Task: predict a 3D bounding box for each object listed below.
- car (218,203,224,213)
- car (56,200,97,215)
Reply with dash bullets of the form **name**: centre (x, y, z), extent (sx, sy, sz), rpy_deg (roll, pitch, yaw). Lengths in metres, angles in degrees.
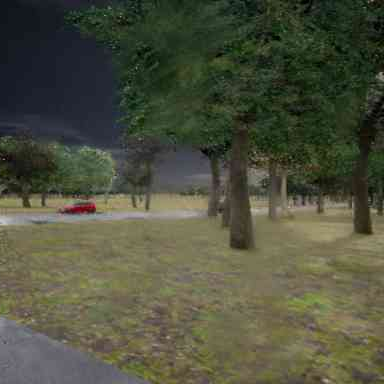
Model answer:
- **car**: centre (5.520, 3.050, 64.724), extent (2.150, 2.045, 5.566), rpy_deg (2, -1, 32)
- **car**: centre (-15.981, 2.243, 46.381), extent (2.150, 2.045, 5.566), rpy_deg (1, 0, 36)
